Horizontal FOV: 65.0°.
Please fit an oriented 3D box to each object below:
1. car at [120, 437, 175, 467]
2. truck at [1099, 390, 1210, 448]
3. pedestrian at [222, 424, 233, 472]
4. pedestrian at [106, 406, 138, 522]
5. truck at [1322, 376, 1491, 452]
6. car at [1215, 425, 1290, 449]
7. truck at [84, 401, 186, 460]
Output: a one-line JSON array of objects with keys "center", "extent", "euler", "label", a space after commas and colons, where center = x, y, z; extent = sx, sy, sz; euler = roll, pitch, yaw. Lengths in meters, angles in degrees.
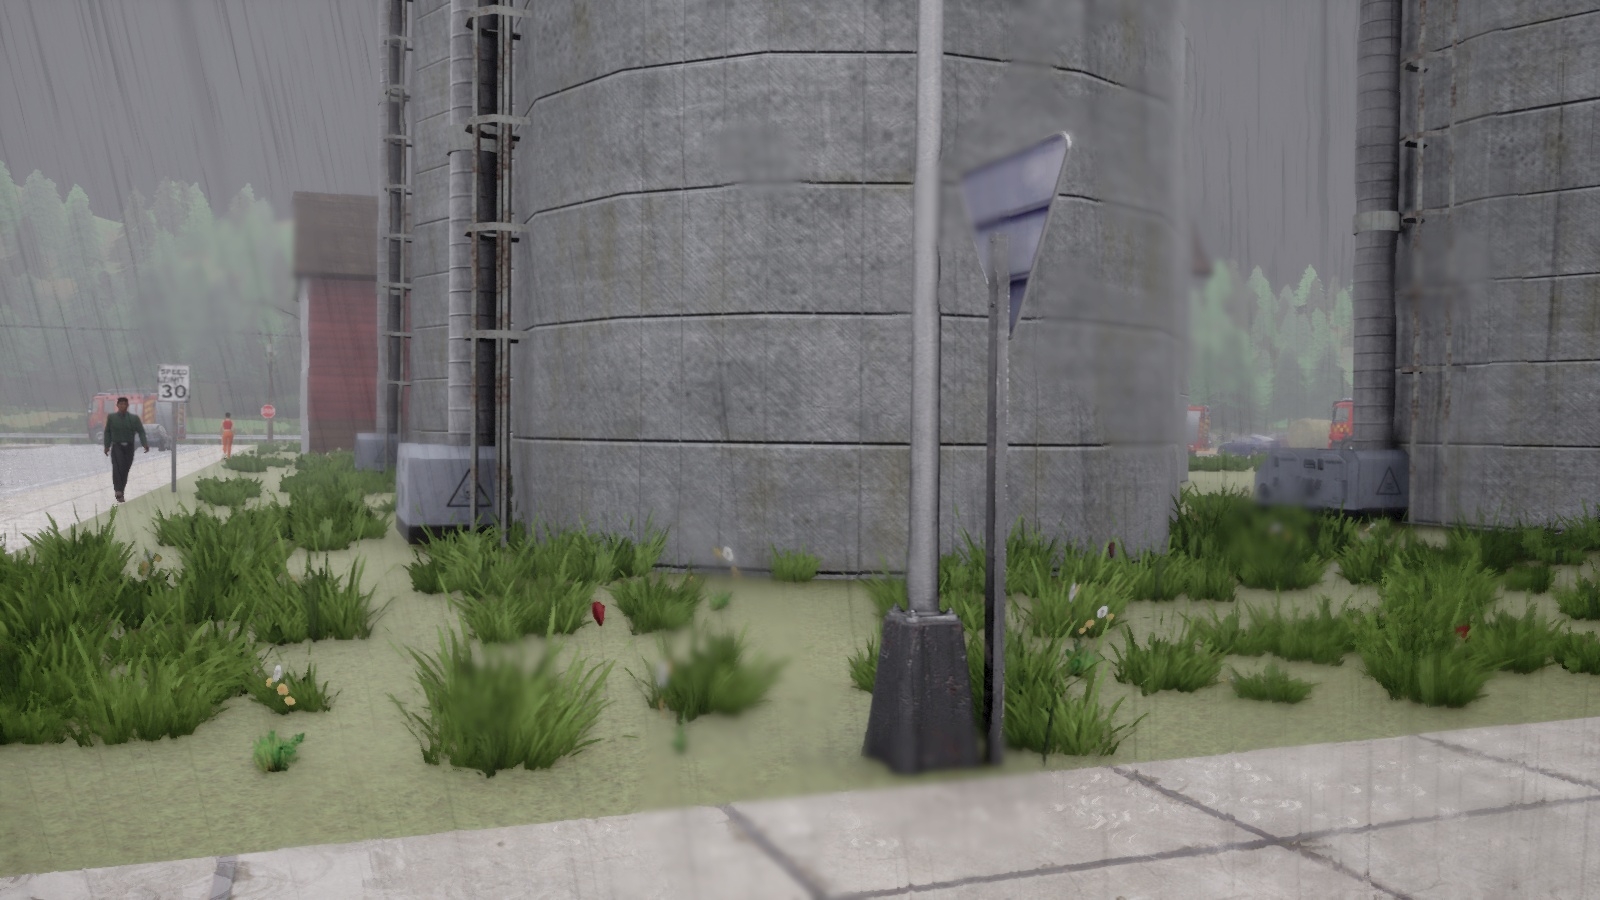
[{"center": [-35.346, 0.075, 68.121], "extent": [2.163, 1.488, 4.792], "euler": [-1, 1, -22], "label": "car"}, {"center": [24.557, -2.110, 87.620], "extent": [2.891, 3.827, 8.468], "euler": [-1, 1, -22], "label": "truck"}, {"center": [-22.032, -0.095, 48.349], "extent": [0.345, 1.836, 0.594], "euler": [-1, 1, -24], "label": "pedestrian"}, {"center": [-11.626, 0.230, 21.525], "extent": [0.423, 1.949, 0.788], "euler": [-1, 1, -31], "label": "pedestrian"}, {"center": [32.478, -1.882, 67.721], "extent": [2.891, 3.827, 8.468], "euler": [0, 1, -22], "label": "truck"}, {"center": [28.221, -0.806, 78.466], "extent": [1.812, 1.442, 4.674], "euler": [-1, 1, -21], "label": "car"}, {"center": [-45.185, -1.262, 85.230], "extent": [8.468, 3.827, 2.891], "euler": [0, 1, 39], "label": "truck"}]
